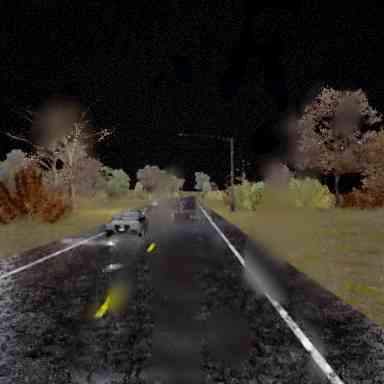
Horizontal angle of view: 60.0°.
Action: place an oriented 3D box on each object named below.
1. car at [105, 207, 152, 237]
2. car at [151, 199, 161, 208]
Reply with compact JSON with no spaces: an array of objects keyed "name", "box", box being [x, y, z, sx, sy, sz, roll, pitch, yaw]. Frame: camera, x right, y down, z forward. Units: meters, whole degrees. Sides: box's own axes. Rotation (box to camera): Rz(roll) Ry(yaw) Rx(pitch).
[{"name":"car","box":[-3.645,1.776,19.310,1.994,1.385,4.181,0,-1,0]},{"name":"car","box":[-6.608,2.105,60.886,2.128,1.511,4.902,0,0,-5]}]
